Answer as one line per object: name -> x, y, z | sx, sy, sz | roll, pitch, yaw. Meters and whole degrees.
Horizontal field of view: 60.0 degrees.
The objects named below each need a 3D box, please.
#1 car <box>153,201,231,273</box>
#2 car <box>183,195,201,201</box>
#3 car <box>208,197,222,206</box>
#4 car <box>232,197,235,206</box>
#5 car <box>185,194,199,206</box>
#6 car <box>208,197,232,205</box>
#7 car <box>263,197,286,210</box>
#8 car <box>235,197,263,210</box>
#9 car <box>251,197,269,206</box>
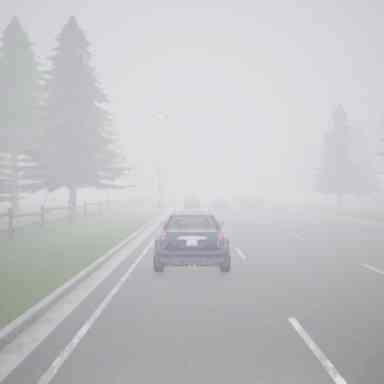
car -> 0.001, 1.326, 10.753 | 2.097, 1.767, 4.553 | 0, 0, 0
car -> 0.003, 1.251, 41.790 | 2.097, 1.767, 4.553 | 0, 0, 0
car -> 3.504, 1.476, 51.853 | 1.895, 1.301, 4.718 | 0, 0, 0
car -> 7.004, 1.439, 51.823 | 1.994, 1.385, 4.181 | 0, 0, 0
car -> 0.004, 1.227, 51.793 | 2.097, 1.767, 4.553 | 0, 0, 0
car -> 3.503, 1.463, 41.820 | 1.994, 1.385, 4.181 | 0, 0, 0
car -> 10.503, 1.425, 41.820 | 1.812, 1.442, 4.674 | 0, 0, 0
car -> 7.003, 1.447, 41.403 | 2.033, 1.411, 5.357 | 0, 0, 0
car -> 10.504, 1.439, 51.823 | 1.994, 1.385, 4.181 | 0, 0, 0
